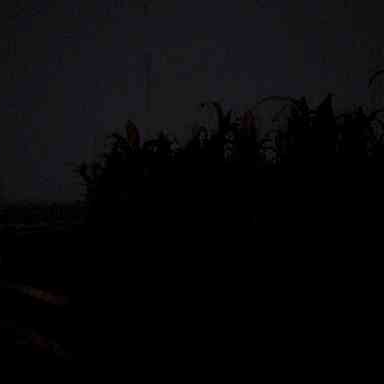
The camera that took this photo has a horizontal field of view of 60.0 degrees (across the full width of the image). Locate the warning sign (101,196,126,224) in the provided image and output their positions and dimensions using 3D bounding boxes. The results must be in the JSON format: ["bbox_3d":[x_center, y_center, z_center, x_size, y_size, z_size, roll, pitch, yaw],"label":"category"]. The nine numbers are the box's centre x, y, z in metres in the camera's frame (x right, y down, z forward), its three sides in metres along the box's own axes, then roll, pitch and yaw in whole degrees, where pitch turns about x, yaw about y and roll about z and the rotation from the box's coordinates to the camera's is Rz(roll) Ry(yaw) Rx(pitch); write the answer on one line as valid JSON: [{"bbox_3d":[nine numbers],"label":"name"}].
[{"bbox_3d":[-5.368,1.205,22.871,1.300,1.860,1.060,1,1,35],"label":"warning sign"}]
